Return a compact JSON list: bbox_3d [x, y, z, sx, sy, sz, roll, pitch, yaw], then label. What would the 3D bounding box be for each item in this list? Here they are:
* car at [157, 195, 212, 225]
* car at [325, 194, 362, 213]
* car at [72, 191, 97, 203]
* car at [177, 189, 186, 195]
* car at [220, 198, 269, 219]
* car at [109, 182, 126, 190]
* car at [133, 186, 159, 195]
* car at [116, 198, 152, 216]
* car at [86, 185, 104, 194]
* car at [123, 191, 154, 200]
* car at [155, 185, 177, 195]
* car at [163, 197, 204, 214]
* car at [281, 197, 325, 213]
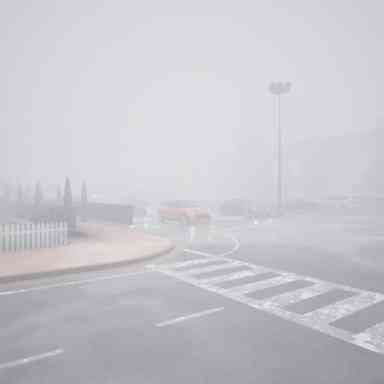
[{"bbox_3d":[-0.598,1.351,24.066,2.097,1.767,4.553,0,0,-37],"label":"car"},{"bbox_3d":[16.034,1.219,37.224,2.150,2.045,5.566,0,0,-37],"label":"car"},{"bbox_3d":[-13.469,1.057,41.058,1.895,1.301,4.718,0,4,-37],"label":"car"},{"bbox_3d":[-3.205,0.062,62.506,1.895,1.301,4.718,0,7,-37],"label":"car"},{"bbox_3d":[4.511,1.346,28.917,2.097,1.767,4.553,0,0,-37],"label":"car"},{"bbox_3d":[-14.796,-1.300,66.277,1.882,1.535,5.008,0,7,-37],"label":"car"},{"bbox_3d":[-8.532,0.058,57.943,2.033,1.411,5.357,0,6,-37],"label":"car"},{"bbox_3d":[-6.031,1.566,31.220,1.895,1.301,4.718,0,1,-37],"label":"car"},{"bbox_3d":[-16.789,-0.473,57.276,1.812,1.442,4.674,0,7,-37],"label":"car"},{"bbox_3d":[-7.472,1.047,44.731,2.033,1.411,5.357,0,4,-37],"label":"car"},{"bbox_3d":[-5.729,-0.270,60.039,2.150,2.045,5.566,0,6,-37],"label":"car"},{"bbox_3d":[-1.059,1.424,36.256,1.882,1.535,5.008,0,1,-37],"label":"car"},{"bbox_3d":[11.727,1.470,37.103,1.882,1.535,5.008,0,0,-37],"label":"car"}]
